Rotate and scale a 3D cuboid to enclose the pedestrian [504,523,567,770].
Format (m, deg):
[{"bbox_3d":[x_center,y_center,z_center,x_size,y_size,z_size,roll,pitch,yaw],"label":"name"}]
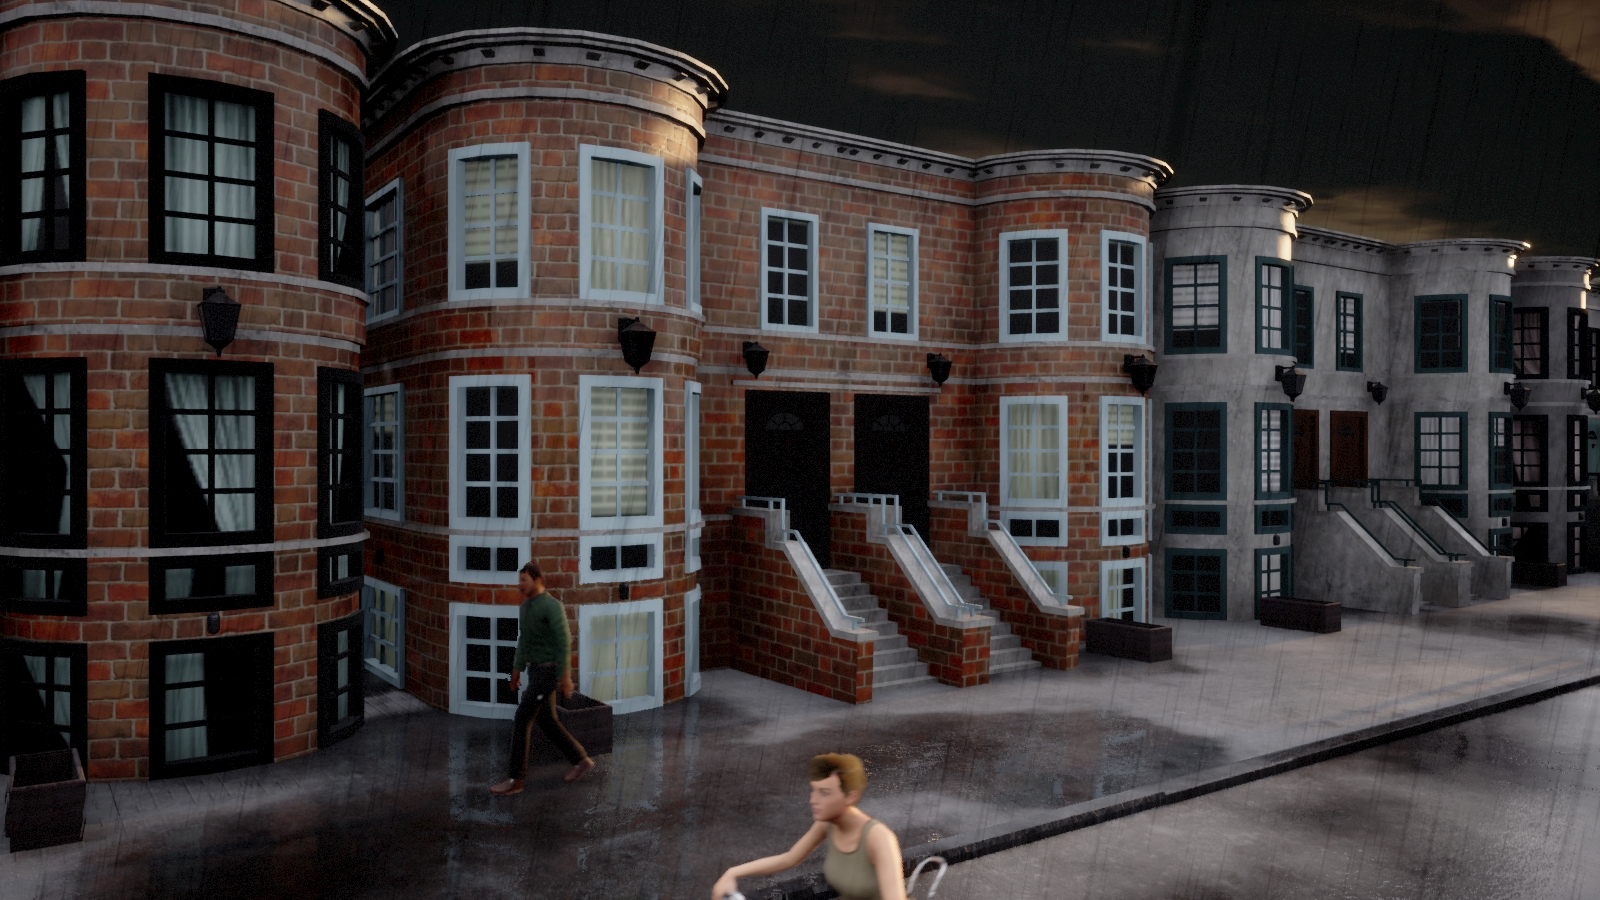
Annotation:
[{"bbox_3d":[-2.090,1.524,9.036,0.375,1.860,0.375,0,0,-34],"label":"pedestrian"}]
